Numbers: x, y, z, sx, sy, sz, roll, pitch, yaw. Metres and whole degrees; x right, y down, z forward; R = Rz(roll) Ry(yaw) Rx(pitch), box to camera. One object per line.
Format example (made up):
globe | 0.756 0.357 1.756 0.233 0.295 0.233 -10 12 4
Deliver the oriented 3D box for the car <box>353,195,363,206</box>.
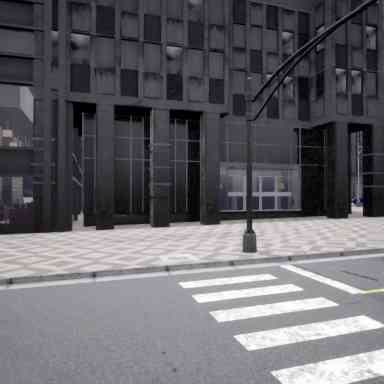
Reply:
car | 24.014 0.944 44.186 2.150 2.045 5.566 0 0 -16
